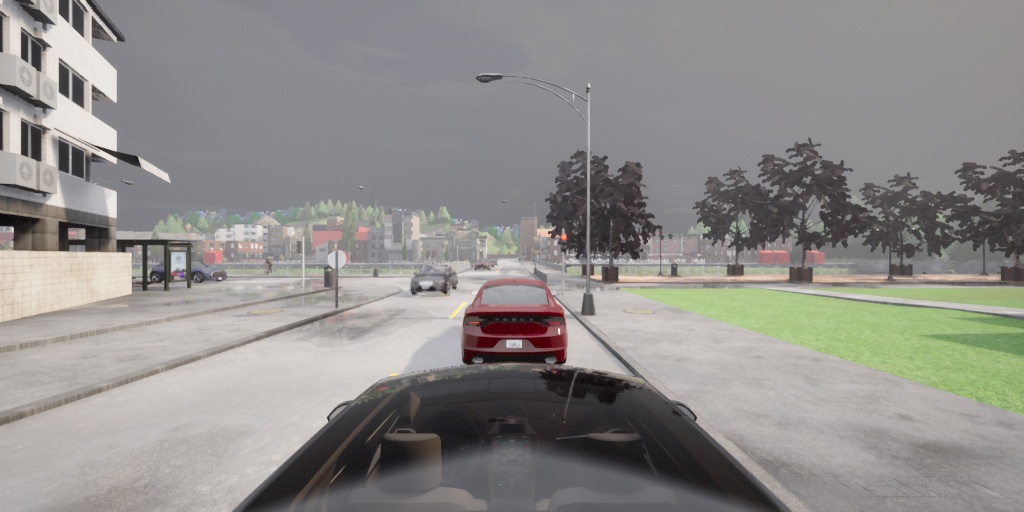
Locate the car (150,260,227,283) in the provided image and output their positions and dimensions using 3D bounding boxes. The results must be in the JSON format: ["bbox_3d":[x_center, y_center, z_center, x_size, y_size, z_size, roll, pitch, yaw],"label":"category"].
[{"bbox_3d":[-24.132,1.102,26.900,4.553,1.767,2.097,0,0,0],"label":"car"}]

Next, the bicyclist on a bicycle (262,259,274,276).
[{"bbox_3d":[-24.011,1.098,35.296,0.582,1.620,1.656,0,0,0],"label":"bicyclist on a bicycle"}]

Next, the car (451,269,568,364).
[{"bbox_3d":[0.055,1.228,8.097,1.882,1.535,5.008,0,0,0],"label":"car"}]

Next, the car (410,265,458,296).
[{"bbox_3d":[-4.099,1.234,19.456,2.128,1.511,4.902,-1,0,0],"label":"car"}]

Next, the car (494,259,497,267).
[{"bbox_3d":[-4.042,1.242,62.469,2.128,1.511,4.902,0,0,0],"label":"car"}]

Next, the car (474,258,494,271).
[{"bbox_3d":[-4.074,1.102,50.297,2.097,1.767,4.553,0,0,0],"label":"car"}]
